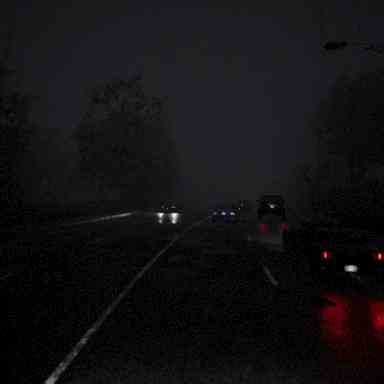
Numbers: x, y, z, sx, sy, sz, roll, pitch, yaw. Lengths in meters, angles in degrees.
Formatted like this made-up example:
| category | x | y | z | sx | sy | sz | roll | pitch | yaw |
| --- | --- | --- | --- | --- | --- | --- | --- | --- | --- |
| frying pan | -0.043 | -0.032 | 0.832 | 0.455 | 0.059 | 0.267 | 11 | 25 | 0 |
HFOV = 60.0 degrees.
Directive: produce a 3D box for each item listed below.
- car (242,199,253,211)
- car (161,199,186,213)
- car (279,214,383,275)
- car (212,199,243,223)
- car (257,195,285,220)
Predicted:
| category | x | y | z | sx | sy | sz | roll | pitch | yaw |
| --- | --- | --- | --- | --- | --- | --- | --- | --- | --- |
| car | 6.589 | 1.596 | 42.447 | 1.994 | 1.385 | 4.181 | 0 | 0 | 15 |
| car | -2.070 | 1.541 | 37.724 | 1.837 | 1.490 | 4.892 | 0 | 0 | 14 |
| car | 4.146 | 1.615 | 10.502 | 1.895 | 1.301 | 4.718 | 0 | 0 | 5 |
| car | 2.670 | 1.563 | 25.791 | 2.033 | 1.411 | 5.357 | 0 | 0 | 10 |
| car | 6.791 | 1.251 | 28.626 | 2.150 | 2.045 | 5.566 | 0 | 0 | 12 |
